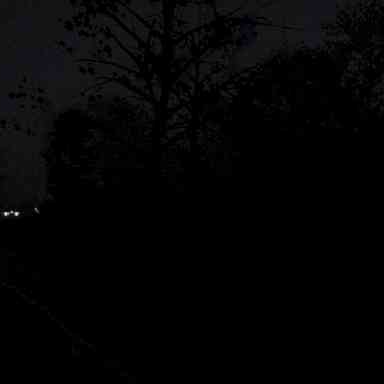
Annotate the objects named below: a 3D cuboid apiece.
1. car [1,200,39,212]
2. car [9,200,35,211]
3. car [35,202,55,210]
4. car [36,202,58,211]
[{"bbox_3d":[-23.443,2.050,45.650,2.033,1.411,5.357,0,-2,-2],"label":"car"},{"bbox_3d":[-27.325,2.135,53.711,2.097,1.767,4.553,0,-2,-3],"label":"car"},{"bbox_3d":[-27.762,2.611,63.101,1.837,1.490,4.892,0,-2,-3],"label":"car"},{"bbox_3d":[-23.894,2.380,54.851,1.994,1.385,4.181,0,-2,-3],"label":"car"}]
